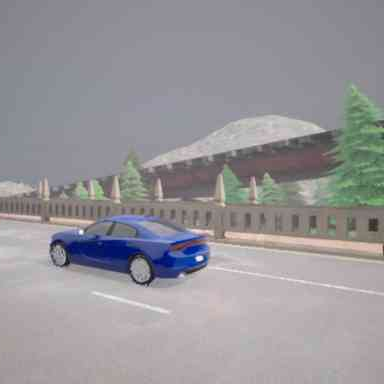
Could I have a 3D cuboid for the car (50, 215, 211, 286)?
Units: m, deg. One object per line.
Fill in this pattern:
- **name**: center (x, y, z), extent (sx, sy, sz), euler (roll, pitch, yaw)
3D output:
- **car**: center (-1.880, 1.390, 9.231), extent (5.008, 1.535, 1.882), euler (1, 1, 33)
